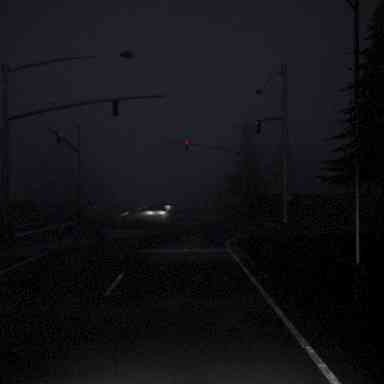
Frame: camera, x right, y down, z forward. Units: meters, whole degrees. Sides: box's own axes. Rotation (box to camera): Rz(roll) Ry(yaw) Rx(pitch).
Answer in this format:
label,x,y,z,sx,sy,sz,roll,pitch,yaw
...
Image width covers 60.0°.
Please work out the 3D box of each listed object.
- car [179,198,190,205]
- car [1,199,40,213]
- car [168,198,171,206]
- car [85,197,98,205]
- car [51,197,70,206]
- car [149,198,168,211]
label,x,y,z,sx,sy,sz,roll,pitch,yaw
car,-1.424,1.778,61.342,1.895,1.301,4.718,0,0,-1
car,-18.548,1.521,36.719,2.007,1.523,4.514,0,0,-1
car,-4.939,1.791,60.566,1.895,1.301,4.718,0,0,-1
car,-18.919,1.629,62.750,1.845,1.501,3.633,0,0,-1
car,-21.796,1.631,55.289,1.970,1.475,3.806,0,0,-1
car,-4.598,1.742,43.873,1.895,1.301,4.718,0,0,-1
